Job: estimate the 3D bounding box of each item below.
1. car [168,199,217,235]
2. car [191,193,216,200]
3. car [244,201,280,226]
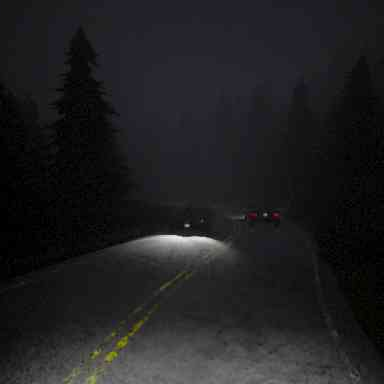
[{"bbox_3d":[0.147,1.305,16.988,1.994,1.385,4.181,2,1,11],"label":"car"},{"bbox_3d":[1.335,0.869,42.263,1.882,1.535,5.008,-2,1,-20],"label":"car"},{"bbox_3d":[4.376,1.295,21.220,2.033,1.411,5.357,1,1,6],"label":"car"}]
